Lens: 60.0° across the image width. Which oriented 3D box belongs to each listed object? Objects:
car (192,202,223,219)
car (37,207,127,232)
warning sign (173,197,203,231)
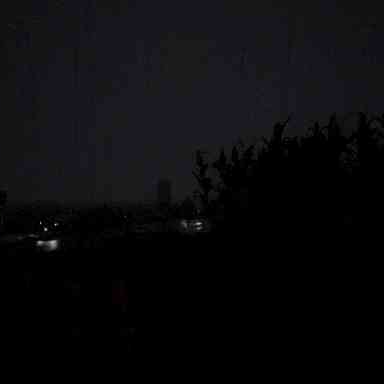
[{"bbox_3d":[1.146,1.631,30.409,1.812,1.442,4.674,1,0,36],"label":"car"},{"bbox_3d":[-6.259,1.600,19.812,2.033,1.411,5.357,1,0,34],"label":"car"},{"bbox_3d":[-0.221,1.227,19.216,1.300,1.860,1.060,1,1,35],"label":"warning sign"}]
